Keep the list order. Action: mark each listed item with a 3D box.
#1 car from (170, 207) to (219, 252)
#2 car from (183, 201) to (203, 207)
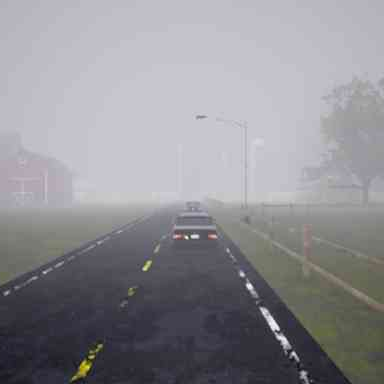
[{"bbox_3d":[0.098,1.563,13.848,2.033,1.411,5.357,0,0,0],"label":"car"},{"bbox_3d":[0.098,1.588,32.983,2.033,1.411,5.357,0,0,0],"label":"car"}]
